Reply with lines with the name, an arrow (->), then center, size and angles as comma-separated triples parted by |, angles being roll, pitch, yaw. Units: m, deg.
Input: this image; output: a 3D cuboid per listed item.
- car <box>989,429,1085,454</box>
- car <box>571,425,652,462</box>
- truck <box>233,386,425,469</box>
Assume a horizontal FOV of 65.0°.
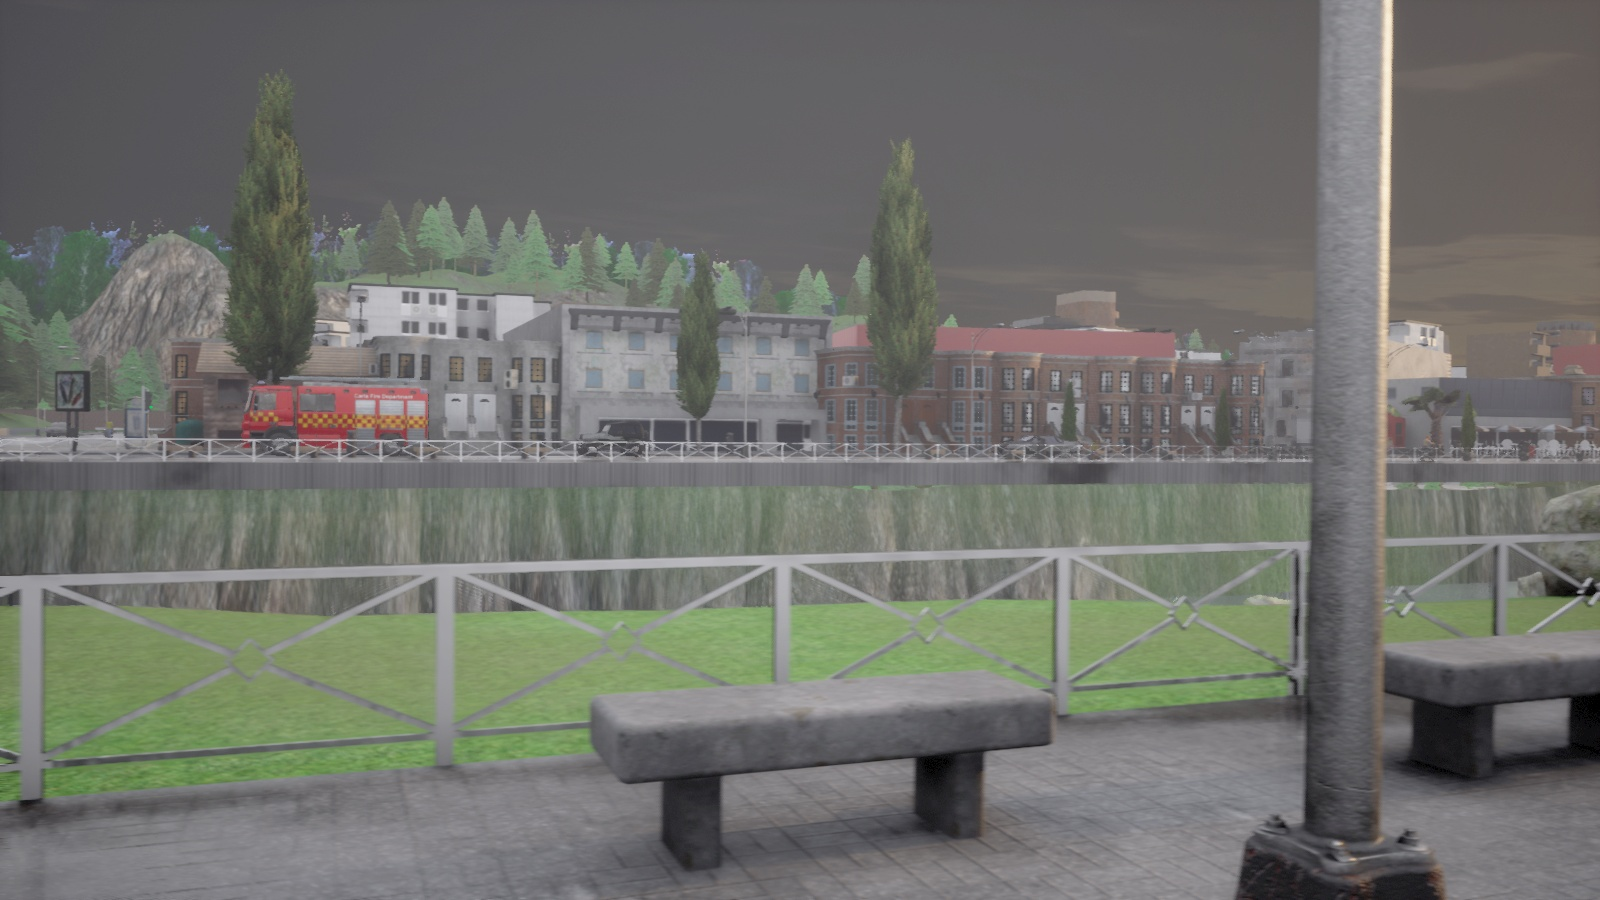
car -> 14.155, -0.525, 75.097 | 5.357, 1.411, 2.033 | -1, 1, -21
car -> -9.900, -0.371, 65.954 | 3.866, 1.878, 1.905 | -1, 1, -21
truck -> -22.789, -1.114, 61.044 | 8.468, 3.827, 2.891 | -1, 1, -21
